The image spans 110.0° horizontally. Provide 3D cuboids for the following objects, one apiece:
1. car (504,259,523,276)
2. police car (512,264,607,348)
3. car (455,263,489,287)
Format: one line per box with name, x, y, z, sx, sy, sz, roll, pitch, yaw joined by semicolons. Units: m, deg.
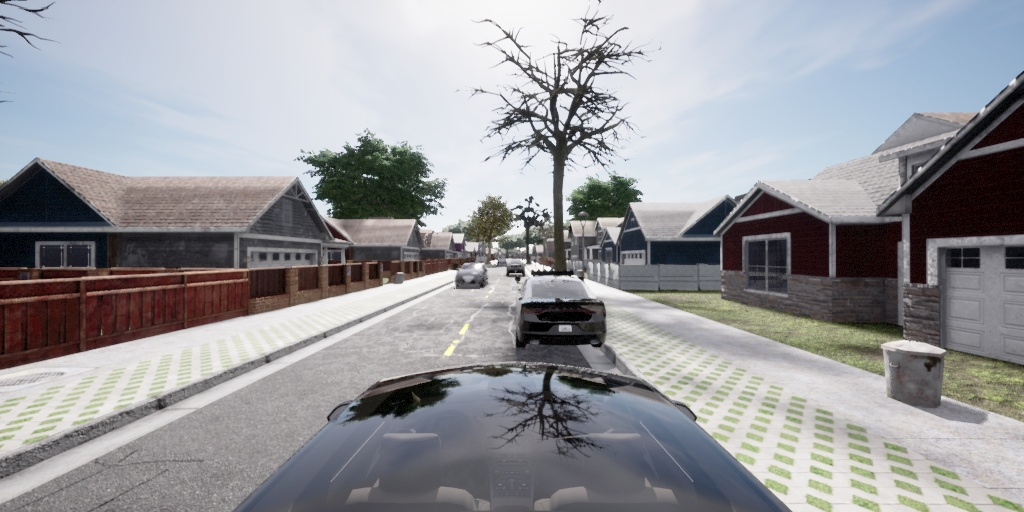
car;0.390;1.239;36.888;1.837;1.490;4.892;0;0;1
police car;1.038;1.174;9.410;1.930;1.638;5.238;0;0;1
car;-2.643;1.235;24.212;2.128;1.511;4.902;0;0;1
